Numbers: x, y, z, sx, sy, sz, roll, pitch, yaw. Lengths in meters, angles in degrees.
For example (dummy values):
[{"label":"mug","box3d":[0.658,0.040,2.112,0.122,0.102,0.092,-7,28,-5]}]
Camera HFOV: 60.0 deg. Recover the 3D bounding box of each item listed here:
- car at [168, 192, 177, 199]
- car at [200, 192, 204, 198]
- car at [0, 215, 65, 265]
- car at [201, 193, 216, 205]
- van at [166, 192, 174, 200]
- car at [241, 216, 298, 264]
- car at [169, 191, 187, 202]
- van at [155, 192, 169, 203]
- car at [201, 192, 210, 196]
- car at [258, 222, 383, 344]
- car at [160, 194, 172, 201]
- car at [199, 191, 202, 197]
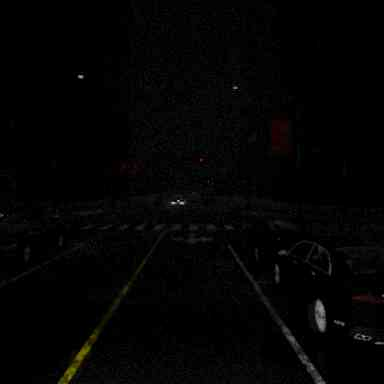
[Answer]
[{"label":"car","box3d":[-5.250,0.868,92.151,2.192,1.841,5.009,0,0,1]},{"label":"car","box3d":[3.033,1.233,64.519,2.008,1.369,4.403,0,0,1]},{"label":"car","box3d":[-5.765,1.492,11.311,2.008,1.369,4.403,0,0,0]},{"label":"car","box3d":[2.936,1.285,53.493,2.008,1.369,4.403,0,0,1]},{"label":"van","box3d":[-5.347,0.946,81.127,1.690,1.788,3.998,0,0,1]},{"label":"car","box3d":[2.760,1.492,11.311,2.008,1.369,4.403,0,0,0]},{"label":"car","box3d":[-2.733,0.898,65.507,2.150,2.045,5.566,0,1,1]},{"label":"van","box3d":[-5.540,1.049,59.078,1.690,1.788,3.998,0,0,1]},{"label":"car","box3d":[2.986,1.233,59.176,1.752,1.417,4.829,0,0,1]},{"label":"car","box3d":[2.762,1.518,6.319,2.008,1.369,4.403,0,0,0]},{"label":"car","box3d":[-5.444,1.222,70.103,1.947,1.339,4.313,0,0,1]},{"label":"car","box3d":[3.081,0.971,70.030,2.192,1.841,5.009,0,0,1]}]
